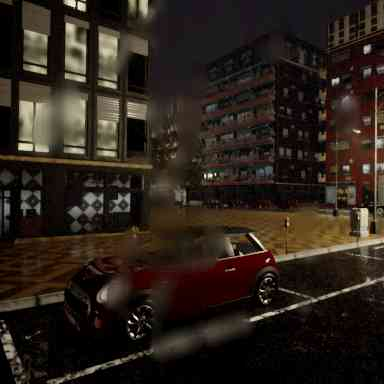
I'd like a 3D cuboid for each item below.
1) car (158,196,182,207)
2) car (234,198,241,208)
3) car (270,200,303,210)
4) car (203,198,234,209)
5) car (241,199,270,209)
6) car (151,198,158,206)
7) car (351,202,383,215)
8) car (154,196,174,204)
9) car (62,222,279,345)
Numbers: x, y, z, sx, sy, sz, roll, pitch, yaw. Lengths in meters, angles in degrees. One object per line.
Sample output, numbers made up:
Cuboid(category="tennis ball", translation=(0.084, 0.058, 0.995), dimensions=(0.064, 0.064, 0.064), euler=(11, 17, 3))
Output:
Cuboid(category="car", translation=(-3.337, 1.732, 55.029), dimensions=(1.887, 1.381, 4.507), euler=(1, -1, -35))
Cuboid(category="car", translation=(6.783, 1.725, 55.225), dimensions=(1.967, 1.590, 4.097), euler=(1, -1, -35))
Cuboid(category="car", translation=(13.323, 1.806, 45.958), dimensions=(1.802, 1.307, 4.206), euler=(1, -1, -35))
Cuboid(category="car", translation=(3.204, 1.677, 45.763), dimensions=(2.008, 1.369, 4.403), euler=(1, -1, -35))
Cuboid(category="car", translation=(10.053, 1.799, 50.592), dimensions=(1.887, 1.381, 4.507), euler=(1, -1, -35))
Cuboid(category="car", translation=(-6.607, 1.763, 59.661), dimensions=(1.887, 1.381, 4.507), euler=(1, -1, -35))
Cuboid(category="car", translation=(19.864, 1.729, 36.694), dimensions=(1.947, 1.339, 4.313), euler=(1, -1, -35))
Cuboid(category="car", translation=(-6.298, 1.723, 73.757), dimensions=(2.192, 1.841, 5.009), euler=(1, -1, -35))
Cuboid(category="car", translation=(-0.268, 1.441, 6.351), dimensions=(4.097, 1.590, 1.967), euler=(0, 1, -35))
